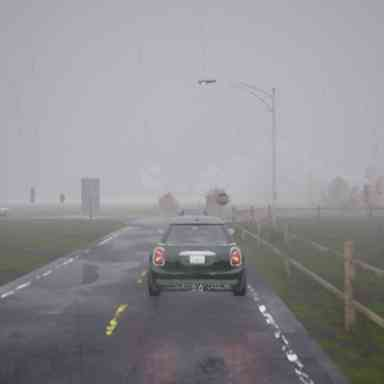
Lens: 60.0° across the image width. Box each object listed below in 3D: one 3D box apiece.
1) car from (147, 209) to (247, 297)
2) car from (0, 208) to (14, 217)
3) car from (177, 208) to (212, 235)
[{"bbox_3d":[0.110,1.402,8.860,2.097,1.767,4.553,0,0,0],"label":"car"},{"bbox_3d":[-19.710,1.830,31.726,4.718,1.301,1.895,0,0,1],"label":"car"},{"bbox_3d":[0.059,1.718,20.765,1.895,1.301,4.718,0,0,-2],"label":"car"}]
